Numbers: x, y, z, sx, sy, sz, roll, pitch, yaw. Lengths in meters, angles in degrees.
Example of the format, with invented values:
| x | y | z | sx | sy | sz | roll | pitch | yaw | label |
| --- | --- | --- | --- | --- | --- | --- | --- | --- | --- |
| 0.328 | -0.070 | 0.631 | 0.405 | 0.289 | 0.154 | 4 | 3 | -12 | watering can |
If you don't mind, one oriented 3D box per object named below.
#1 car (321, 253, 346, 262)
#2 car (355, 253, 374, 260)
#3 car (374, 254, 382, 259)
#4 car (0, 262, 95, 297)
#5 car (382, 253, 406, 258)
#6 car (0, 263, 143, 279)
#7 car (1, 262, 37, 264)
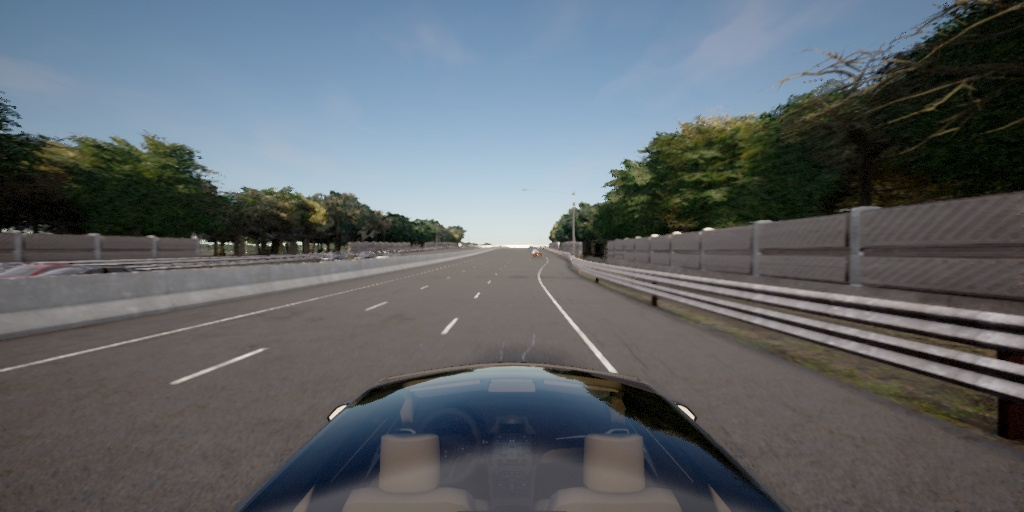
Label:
| x | y | z | sx | sy | sz | roll | pitch | yaw | label |
| --- | --- | --- | --- | --- | --- | --- | --- | --- | --- |
| -26.326 | 0.332 | 52.962 | 2.128 | 1.511 | 4.902 | 0 | 2 | -1 | car |
| -23.334 | 0.210 | 57.397 | 2.128 | 1.511 | 4.902 | 0 | 2 | 3 | car |
| -19.825 | 0.322 | 57.499 | 1.895 | 1.301 | 4.718 | 0 | 2 | 3 | car |
| -24.468 | 1.087 | 17.627 | 2.128 | 1.511 | 4.902 | 0 | 0 | 1 | car |
| -16.572 | 0.385 | 51.806 | 1.837 | 1.490 | 4.892 | 0 | 2 | 3 | car |
| -17.516 | 1.148 | 14.610 | 1.837 | 1.490 | 4.892 | 0 | 0 | 1 | car |
| -20.998 | 1.097 | 16.006 | 1.882 | 1.535 | 5.008 | 0 | 1 | 1 | car |
